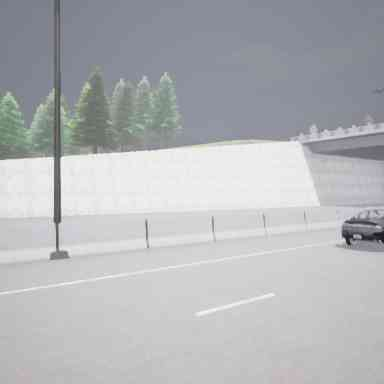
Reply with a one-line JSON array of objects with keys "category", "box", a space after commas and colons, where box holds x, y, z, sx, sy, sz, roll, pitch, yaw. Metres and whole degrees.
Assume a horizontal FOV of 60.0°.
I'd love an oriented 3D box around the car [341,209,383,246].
[{"category": "car", "box": [8.269, 1.492, 14.066, 4.902, 1.511, 2.128, 0, 0, -35]}]
